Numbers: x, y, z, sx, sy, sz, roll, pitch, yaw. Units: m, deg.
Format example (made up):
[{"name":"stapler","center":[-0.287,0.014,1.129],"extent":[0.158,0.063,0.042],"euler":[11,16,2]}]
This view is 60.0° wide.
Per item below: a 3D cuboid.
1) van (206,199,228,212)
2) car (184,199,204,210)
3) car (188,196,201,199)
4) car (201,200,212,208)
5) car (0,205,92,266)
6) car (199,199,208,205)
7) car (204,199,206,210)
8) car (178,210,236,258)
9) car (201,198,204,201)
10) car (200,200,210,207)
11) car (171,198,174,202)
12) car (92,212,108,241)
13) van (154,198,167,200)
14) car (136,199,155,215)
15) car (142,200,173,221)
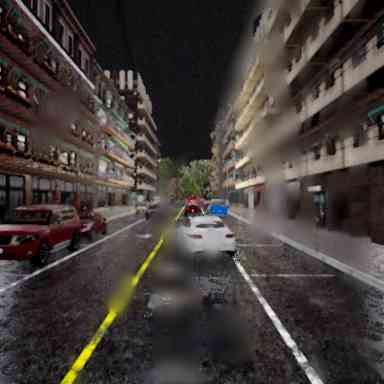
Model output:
[{"name":"van","center":[2.717,1.675,34.502],"extent":[1.690,1.788,3.998],"euler":[1,-1,0]},{"name":"car","center":[0.111,1.897,38.366],"extent":[1.812,1.442,4.674],"euler":[0,-1,0]},{"name":"car","center":[0.117,1.773,56.915],"extent":[2.150,2.045,5.566],"euler":[0,0,0]},{"name":"car","center":[2.686,2.169,62.354],"extent":[1.947,1.339,4.313],"euler":[1,-1,0]},{"name":"car","center":[-5.673,1.434,12.261],"extent":[2.192,1.841,5.009],"euler":[1,-1,0]},{"name":"car","center":[2.692,2.316,79.066],"extent":[2.008,1.369,4.403],"euler":[1,-1,0]},{"name":"car","center":[2.720,1.915,40.241],"extent":[1.752,1.417,4.829],"euler":[1,-1,0]},{"name":"car","center":[0.484,1.655,13.285],"extent":[1.812,1.442,4.674],"euler":[0,-1,-7]},{"name":"car","center":[2.695,2.040,51.213],"extent":[1.887,1.381,4.507],"euler":[1,-1,0]},{"name":"car","center":[2.688,2.239,67.925],"extent":[1.802,1.307,4.206],"euler":[1,-1,0]},{"name":"car","center":[-5.657,2.262,73.538],"extent":[2.008,1.369,4.403],"euler":[1,-1,0]},{"name":"car","center":[-5.675,1.755,17.829],"extent":[1.802,1.307,4.206],"euler":[1,-1,0]},{"name":"van","center":[-5.660,1.891,56.828],"extent":[1.690,1.788,3.998],"euler":[1,-1,0]},{"name":"car","center":[-5.667,1.912,39.943],"extent":[1.752,1.417,4.829],"euler":[1,-1,0]},{"name":"car","center":[-3.090,1.774,30.611],"extent":[1.882,1.535,5.008],"euler":[0,-1,0]}]
